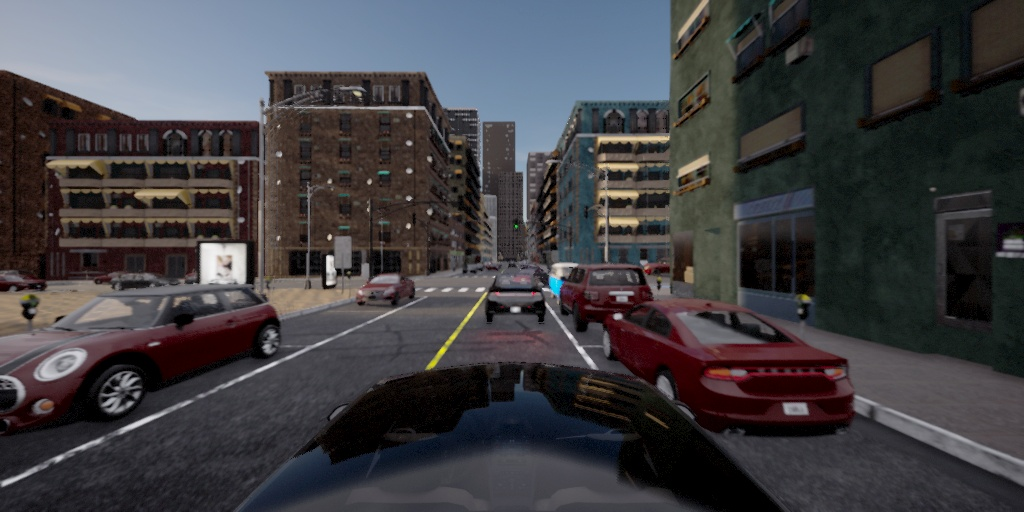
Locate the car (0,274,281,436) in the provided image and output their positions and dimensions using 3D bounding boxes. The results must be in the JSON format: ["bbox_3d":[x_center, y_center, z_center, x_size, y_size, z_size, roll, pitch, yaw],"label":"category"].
[{"bbox_3d":[-5.691,1.224,5.621,1.967,1.591,4.097,0,0,0],"label":"car"}]

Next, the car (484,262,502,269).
[{"bbox_3d":[-3.050,1.860,57.978,1.895,1.301,4.718,0,-1,0],"label":"car"}]

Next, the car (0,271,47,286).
[{"bbox_3d":[-38.387,2.093,27.376,4.507,1.381,1.888,0,0,0],"label":"car"}]

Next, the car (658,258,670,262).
[{"bbox_3d":[15.779,1.089,36.227,5.009,1.841,2.192,0,0,0],"label":"car"}]

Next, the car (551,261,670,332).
[{"bbox_3d":[2.691,1.148,11.147,2.192,1.841,5.009,0,0,0],"label":"car"}]

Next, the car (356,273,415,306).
[{"bbox_3d":[-5.689,1.464,16.677,1.802,1.307,4.207,0,0,0],"label":"car"}]

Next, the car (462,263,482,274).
[{"bbox_3d":[-5.683,1.741,49.080,1.948,1.339,4.313,0,0,0],"label":"car"}]

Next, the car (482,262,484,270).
[{"bbox_3d":[-5.681,1.845,60.127,1.948,1.339,4.313,0,0,0],"label":"car"}]

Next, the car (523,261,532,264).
[{"bbox_3d":[2.698,1.758,49.067,1.802,1.307,4.207,0,0,0],"label":"car"}]

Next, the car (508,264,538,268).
[{"bbox_3d":[1.526,1.525,25.481,1.994,1.385,4.181,0,-1,21],"label":"car"}]

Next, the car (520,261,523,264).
[{"bbox_3d":[2.699,1.793,54.590,1.948,1.339,4.313,0,0,0],"label":"car"}]

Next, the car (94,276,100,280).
[{"bbox_3d":[-39.157,2.151,35.915,4.207,1.307,1.802,0,0,0],"label":"car"}]

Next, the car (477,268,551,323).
[{"bbox_3d":[0.102,1.334,12.540,2.128,1.511,4.902,0,-1,0],"label":"car"}]

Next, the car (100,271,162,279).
[{"bbox_3d":[-27.957,1.947,27.405,4.403,1.370,2.007,0,0,0],"label":"car"}]

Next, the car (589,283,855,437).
[{"bbox_3d":[2.690,1.330,5.619,1.888,1.381,4.507,0,0,0],"label":"car"}]
